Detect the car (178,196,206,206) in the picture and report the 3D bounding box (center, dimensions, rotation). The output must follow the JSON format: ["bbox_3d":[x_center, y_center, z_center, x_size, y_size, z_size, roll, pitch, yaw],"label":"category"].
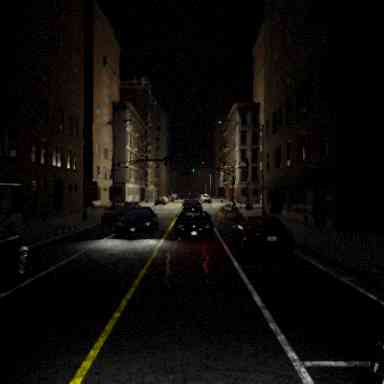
[{"bbox_3d":[-0.117,1.494,33.151,1.882,1.535,5.008,0,0,-6],"label":"car"}]

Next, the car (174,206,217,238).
[{"bbox_3d":[0.094,1.611,17.537,1.895,1.301,4.718,0,0,0],"label":"car"}]

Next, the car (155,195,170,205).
[{"bbox_3d":[-5.386,1.575,56.933,2.008,1.369,4.403,0,0,0],"label":"car"}]

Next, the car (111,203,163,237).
[{"bbox_3d":[-2.844,1.536,18.273,1.812,1.442,4.674,0,0,0],"label":"car"}]

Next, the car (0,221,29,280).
[{"bbox_3d":[-5.387,1.445,7.330,1.967,1.590,4.097,0,0,0],"label":"car"}]

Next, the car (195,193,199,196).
[{"bbox_3d":[2.650,1.348,83.965,2.192,1.841,5.009,0,0,0],"label":"car"}]

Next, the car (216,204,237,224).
[{"bbox_3d":[2.639,1.538,24.546,1.752,1.417,4.829,0,0,0],"label":"car"}]

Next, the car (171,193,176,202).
[{"bbox_3d":[-5.405,1.471,78.558,1.967,1.590,4.097,0,0,0],"label":"car"}]

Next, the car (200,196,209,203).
[{"bbox_3d":[2.646,1.611,73.152,1.802,1.307,4.206,0,0,0],"label":"car"}]

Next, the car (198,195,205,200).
[{"bbox_3d":[2.653,1.587,94.777,2.008,1.369,4.403,0,0,0],"label":"car"}]

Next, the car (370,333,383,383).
[{"bbox_3d":[2.638,1.552,1.651,2.008,1.369,4.403,0,0,0],"label":"car"}]

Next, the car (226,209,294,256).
[{"bbox_3d":[2.639,1.573,13.014,1.947,1.339,4.313,0,0,0],"label":"car"}]

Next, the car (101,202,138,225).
[{"bbox_3d":[-5.386,1.595,24.375,1.802,1.307,4.206,0,0,0],"label":"car"}]

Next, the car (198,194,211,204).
[{"bbox_3d":[2.643,1.576,62.339,2.008,1.369,4.403,0,0,0],"label":"car"}]

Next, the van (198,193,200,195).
[{"bbox_3d":[2.645,1.368,67.746,1.690,1.788,3.998,0,0,0],"label":"van"}]
